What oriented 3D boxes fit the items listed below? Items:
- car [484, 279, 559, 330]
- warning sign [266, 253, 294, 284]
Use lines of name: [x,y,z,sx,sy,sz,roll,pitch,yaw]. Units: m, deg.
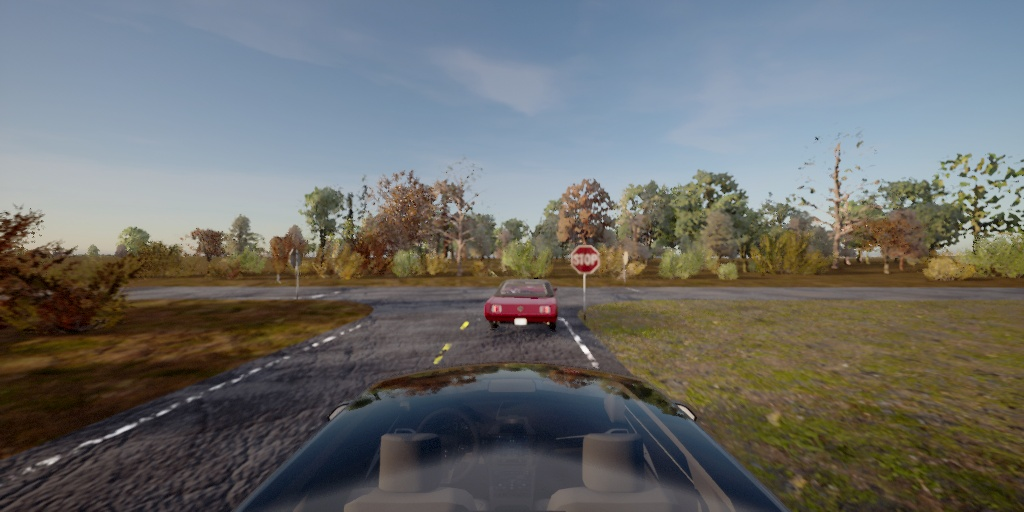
car: [0.474,1.367,11.186,1.895,1.301,4.718,0,0,7]
warning sign: [-15.905,0.923,24.382,1.060,1.860,1.300,0,0,1]
